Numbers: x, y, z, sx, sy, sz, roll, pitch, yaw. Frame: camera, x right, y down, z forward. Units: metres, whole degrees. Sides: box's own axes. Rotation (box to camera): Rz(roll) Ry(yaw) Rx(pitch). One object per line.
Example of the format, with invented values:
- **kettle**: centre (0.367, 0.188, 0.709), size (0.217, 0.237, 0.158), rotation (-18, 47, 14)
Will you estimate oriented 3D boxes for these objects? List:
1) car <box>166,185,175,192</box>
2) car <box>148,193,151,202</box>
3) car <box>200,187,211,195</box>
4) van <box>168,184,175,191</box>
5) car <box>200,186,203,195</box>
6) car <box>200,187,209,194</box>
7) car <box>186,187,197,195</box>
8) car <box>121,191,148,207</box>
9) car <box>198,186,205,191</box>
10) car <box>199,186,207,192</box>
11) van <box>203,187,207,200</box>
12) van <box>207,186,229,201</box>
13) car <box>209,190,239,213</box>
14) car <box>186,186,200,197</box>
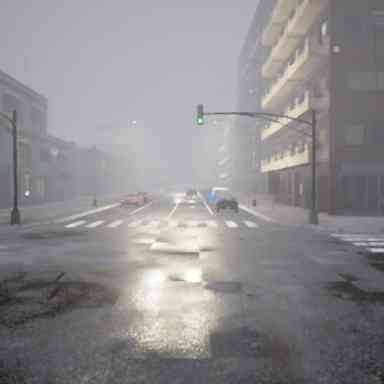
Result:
- **car**: centre (-5.756, -0.823, 87.833), size (1.947, 1.339, 4.313), rotation (1, 2, 0)
- **car**: centre (-5.712, 0.538, 37.630), size (1.887, 1.381, 4.507), rotation (1, 2, 0)
- **car**: centre (2.644, -0.202, 65.568), size (1.947, 1.339, 4.313), rotation (1, 2, 0)
- **van**: centre (-5.756, -1.204, 93.406), size (1.690, 1.788, 3.998), rotation (1, 2, 0)
- **car**: centre (2.654, 0.060, 54.579), size (1.752, 1.417, 4.829), rotation (1, 2, 0)
- **car**: centre (2.639, -0.356, 71.147), size (1.947, 1.339, 4.313), rotation (1, 2, 0)
- **car**: centre (-0.060, -0.298, 66.406), size (2.128, 1.511, 4.902), rotation (0, 2, 0)
- **car**: centre (-5.707, 0.725, 32.053), size (1.802, 1.307, 4.206), rotation (1, 2, 0)
- **car**: centre (2.620, -0.995, 93.461), size (2.008, 1.369, 4.403), rotation (1, 2, 0)
- **car**: centre (2.630, -0.689, 82.304), size (1.887, 1.381, 4.507), rotation (1, 2, 0)
- **van**: centre (2.667, 0.183, 43.248), size (1.690, 1.788, 3.998), rotation (1, 2, 0)
- **van**: centre (2.676, 0.484, 32.089), size (1.690, 1.788, 3.998), rotation (1, 2, 0)
- **car**: centre (2.679, 0.843, 26.517), size (2.008, 1.369, 4.403), rotation (1, 2, 0)
- **car**: centre (-0.049, -0.013, 55.987), size (2.128, 1.511, 4.902), rotation (0, 2, 0)
